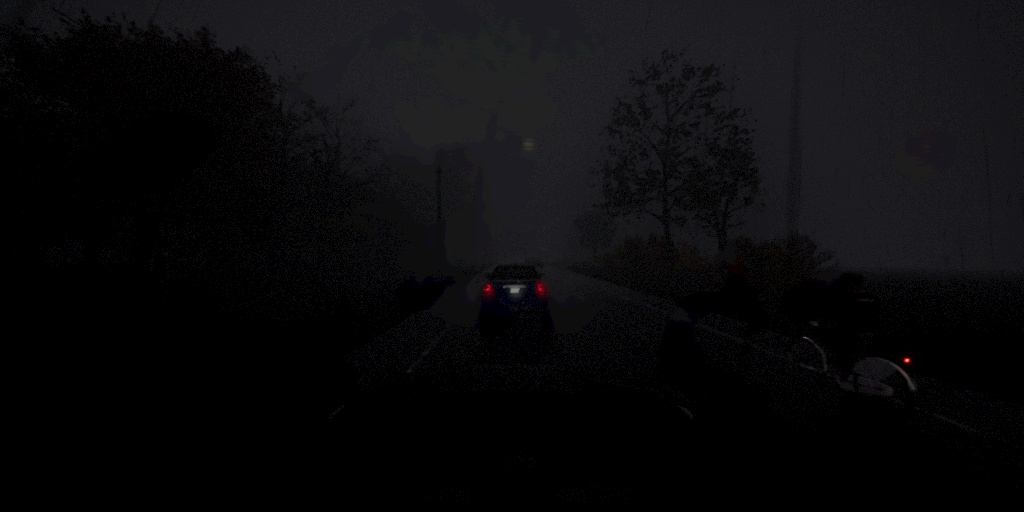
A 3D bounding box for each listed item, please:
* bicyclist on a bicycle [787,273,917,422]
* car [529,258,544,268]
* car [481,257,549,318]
[{"bbox_3d":[4.464,1.100,4.900,0.659,1.776,1.843,0,1,0],"label":"bicyclist on a bicycle"},{"bbox_3d":[3.605,0.974,54.258,1.994,1.385,4.181,0,0,0],"label":"car"},{"bbox_3d":[0.098,1.030,12.782,2.097,1.767,4.553,0,0,0],"label":"car"}]
